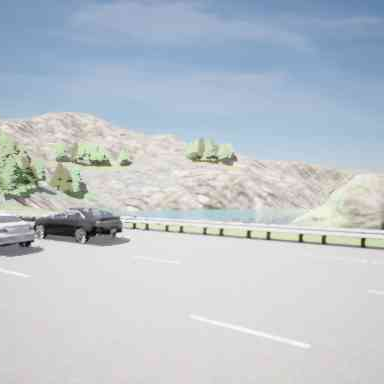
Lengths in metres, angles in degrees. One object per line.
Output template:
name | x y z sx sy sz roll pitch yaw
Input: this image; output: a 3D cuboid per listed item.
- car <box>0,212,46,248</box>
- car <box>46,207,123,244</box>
car | -8.210 1.516 13.284 4.674 1.442 1.812 0 0 31
car | -5.473 1.475 15.719 4.902 1.511 2.128 0 0 32
